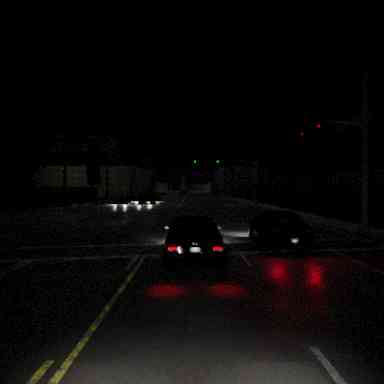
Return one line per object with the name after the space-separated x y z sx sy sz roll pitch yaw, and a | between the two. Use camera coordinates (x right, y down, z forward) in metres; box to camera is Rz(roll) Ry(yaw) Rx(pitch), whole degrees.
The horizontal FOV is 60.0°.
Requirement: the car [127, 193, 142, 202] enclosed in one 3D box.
-10.509 0.991 61.176 1.994 1.385 4.181 0 1 0 | car

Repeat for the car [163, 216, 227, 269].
0.034 1.523 11.103 2.033 1.411 5.357 0 0 -1 | car

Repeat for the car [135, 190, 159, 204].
-7.023 0.760 52.098 2.150 2.045 5.566 0 1 1 | car

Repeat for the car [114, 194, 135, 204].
-10.525 1.076 51.083 1.812 1.442 4.674 0 1 1 | car

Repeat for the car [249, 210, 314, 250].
3.598 1.485 13.930 1.812 1.442 4.674 0 1 0 | car

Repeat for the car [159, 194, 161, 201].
-7.010 0.888 62.454 1.882 1.535 5.008 0 0 0 | car
